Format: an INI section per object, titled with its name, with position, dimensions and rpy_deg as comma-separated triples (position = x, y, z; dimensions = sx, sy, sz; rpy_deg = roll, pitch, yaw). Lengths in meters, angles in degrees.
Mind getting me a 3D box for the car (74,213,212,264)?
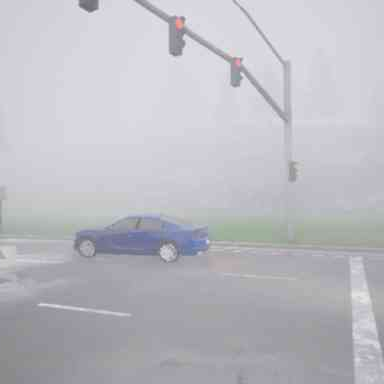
[car]
position = -1.802, 1.510, 11.797
dimensions = 5.008, 1.535, 1.882
rpy_deg = -1, 0, 19
